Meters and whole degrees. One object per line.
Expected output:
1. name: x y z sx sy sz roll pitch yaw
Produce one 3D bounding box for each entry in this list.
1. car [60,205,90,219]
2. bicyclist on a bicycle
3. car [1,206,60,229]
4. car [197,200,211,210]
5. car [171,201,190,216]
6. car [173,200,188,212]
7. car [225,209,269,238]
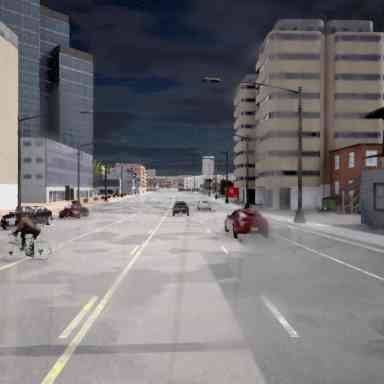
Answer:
1. car: -11.724 1.948 33.366 1.994 1.385 4.181 0 -1 -2
2. bicyclist on a bicycle: -5.510 1.518 10.995 1.656 1.620 0.582 -2 0 -2
3. car: -11.391 1.726 23.311 2.128 1.511 4.902 0 -1 -2
4. car: 1.812 1.957 50.511 1.812 1.442 4.674 0 1 -2
5. car: -1.266 1.942 38.015 1.837 1.490 4.892 0 0 -2
6. car: -1.679 1.991 48.064 2.033 1.411 5.357 0 0 -2
7. car: 2.982 1.696 18.593 1.812 1.442 4.674 0 -1 -2
